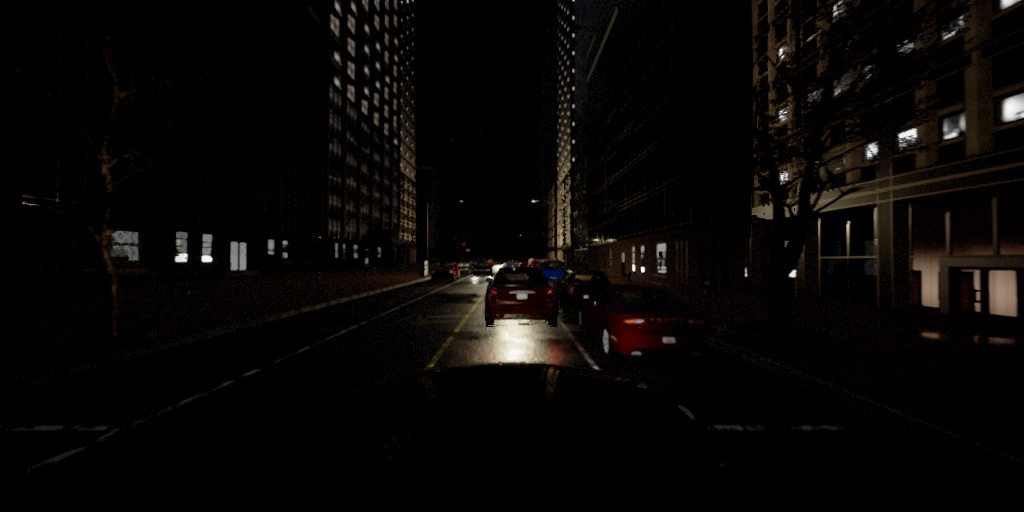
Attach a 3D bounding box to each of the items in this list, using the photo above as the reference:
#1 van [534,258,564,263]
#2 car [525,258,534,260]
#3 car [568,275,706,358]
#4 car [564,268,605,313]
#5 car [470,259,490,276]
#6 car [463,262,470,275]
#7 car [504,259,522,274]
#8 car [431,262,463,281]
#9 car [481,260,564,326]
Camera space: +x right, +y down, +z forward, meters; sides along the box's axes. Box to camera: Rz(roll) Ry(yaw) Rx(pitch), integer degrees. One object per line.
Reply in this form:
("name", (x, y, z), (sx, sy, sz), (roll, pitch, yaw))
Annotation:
("van", (2.698, 1.169, 25.310), (1.690, 1.789, 3.998), (0, 0, 0))
("car", (2.701, 1.178, 36.593), (2.192, 1.841, 5.009), (0, 0, 0))
("car", (2.693, 1.317, 8.386), (1.888, 1.381, 4.507), (0, 0, 0))
("car", (2.695, 1.231, 14.028), (1.967, 1.591, 4.097), (0, 0, 0))
("car", (-3.052, 1.348, 38.930), (1.882, 1.535, 5.008), (0, 0, 0))
("car", (-5.678, 1.431, 42.211), (2.007, 1.370, 4.403), (0, 0, 0))
("car", (0.113, 1.241, 44.807), (2.097, 1.767, 4.553), (0, 0, 0))
("car", (-5.681, 1.286, 30.926), (1.967, 1.591, 4.097), (0, 0, 0))
("car", (0.199, 1.136, 11.939), (2.097, 1.767, 4.553), (0, 0, -2))
